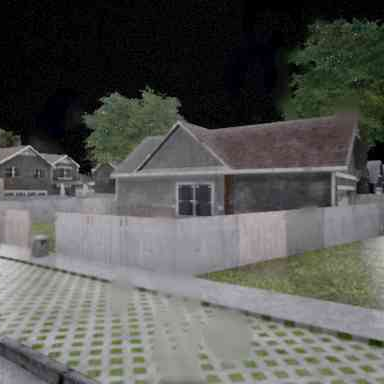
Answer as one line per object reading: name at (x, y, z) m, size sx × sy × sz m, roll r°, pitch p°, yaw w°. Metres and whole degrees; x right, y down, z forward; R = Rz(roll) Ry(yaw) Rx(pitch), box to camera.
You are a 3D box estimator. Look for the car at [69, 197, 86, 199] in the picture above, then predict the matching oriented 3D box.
car at (-12.569, 1.322, 36.086) m, size 1.837 × 1.490 × 4.892 m, roll 0°, pitch 1°, yaw 34°
